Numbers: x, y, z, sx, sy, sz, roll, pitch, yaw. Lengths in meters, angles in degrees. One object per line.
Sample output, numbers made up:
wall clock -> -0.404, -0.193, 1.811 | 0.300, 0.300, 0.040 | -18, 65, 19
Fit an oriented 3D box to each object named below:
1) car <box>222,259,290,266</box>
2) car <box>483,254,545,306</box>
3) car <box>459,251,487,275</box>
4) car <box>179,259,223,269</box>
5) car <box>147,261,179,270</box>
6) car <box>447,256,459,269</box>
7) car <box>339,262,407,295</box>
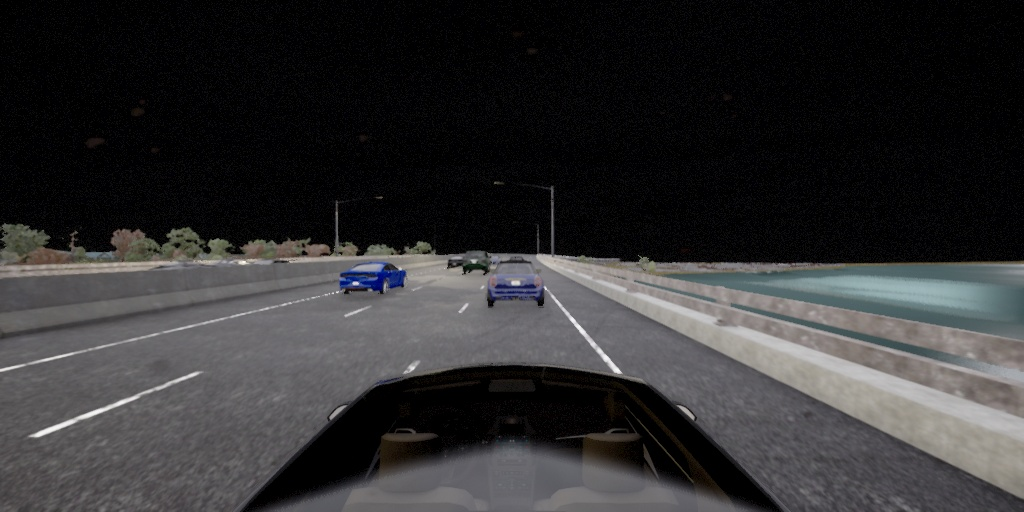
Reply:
car -> -17.430, 0.959, 25.467 | 1.882, 1.535, 5.008 | 0, 1, 1
car -> 0.148, 0.927, 14.655 | 2.097, 1.767, 4.553 | 0, 1, 0
car -> -3.129, 0.576, 32.732 | 2.150, 2.045, 5.566 | 0, 1, 1
car -> -20.915, 0.972, 26.299 | 2.128, 1.511, 4.902 | 0, 1, 1
car -> -24.413, 1.052, 26.386 | 1.994, 1.385, 4.181 | 0, 1, 1
car -> -6.414, 0.717, 42.923 | 1.882, 1.535, 5.008 | 0, 1, 1
car -> -6.822, 1.025, 18.160 | 1.882, 1.535, 5.008 | 0, 1, 1
